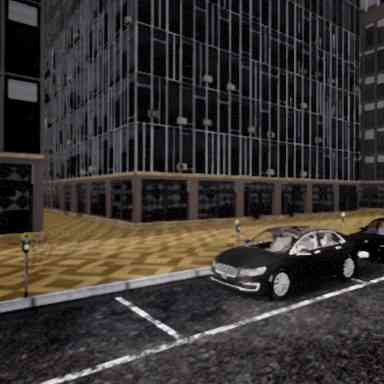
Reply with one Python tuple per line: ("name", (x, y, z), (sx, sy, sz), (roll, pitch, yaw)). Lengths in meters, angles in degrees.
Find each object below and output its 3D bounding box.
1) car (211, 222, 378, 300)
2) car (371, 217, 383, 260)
("car", (2.470, 1.551, 8.320), (4.403, 1.369, 2.008), (0, 0, -36))
("car", (7.104, 1.566, 11.628), (4.313, 1.339, 1.947), (0, 0, -36))
